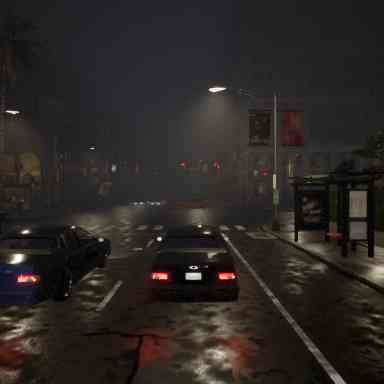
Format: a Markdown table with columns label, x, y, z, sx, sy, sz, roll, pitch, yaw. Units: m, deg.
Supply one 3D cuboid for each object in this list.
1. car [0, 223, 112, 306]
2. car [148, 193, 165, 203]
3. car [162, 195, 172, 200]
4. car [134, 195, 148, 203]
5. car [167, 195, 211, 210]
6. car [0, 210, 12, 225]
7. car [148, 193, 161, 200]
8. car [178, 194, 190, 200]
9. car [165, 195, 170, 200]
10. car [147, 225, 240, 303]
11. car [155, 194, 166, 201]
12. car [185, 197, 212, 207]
| label | x | y | z | sx | sy | sz | roll | pitch | yaw |
| --- | --- | --- | --- | --- | --- | --- | --- | --- | --- |
| car | -3.477 | 1.547 | 8.249 | 2.033 | 1.411 | 5.357 | 0 | 0 | 0 |
| car | -7.524 | 1.553 | 70.521 | 1.994 | 1.385 | 4.181 | 0 | 0 | 0 |
| car | -6.822 | 1.500 | 91.012 | 1.837 | 1.490 | 4.892 | 0 | 0 | 9 |
| car | -11.024 | 1.553 | 70.475 | 1.994 | 1.385 | 4.181 | 0 | 0 | 0 |
| car | -0.125 | 1.477 | 42.109 | 5.008 | 1.535 | 1.882 | 0 | -1 | -21 |
| car | -10.663 | 1.491 | 16.033 | 2.128 | 1.511 | 4.902 | 0 | 0 | 0 |
| car | -10.343 | 1.225 | 91.194 | 2.150 | 2.045 | 5.566 | 0 | 0 | 9 |
| car | -2.259 | 1.478 | 95.030 | 1.882 | 1.535 | 5.008 | 0 | 0 | 19 |
| car | -3.903 | 1.352 | 69.552 | 2.097 | 1.767 | 4.553 | 0 | 0 | -1 |
| car | 0.023 | 1.547 | 8.435 | 2.033 | 1.411 | 5.357 | 0 | 0 | 0 |
| car | -7.600 | 1.355 | 80.704 | 2.097 | 1.767 | 4.553 | 0 | 0 | 0 |
| car | 0.987 | 1.547 | 53.768 | 2.033 | 1.411 | 5.357 | 0 | 0 | -30 |
